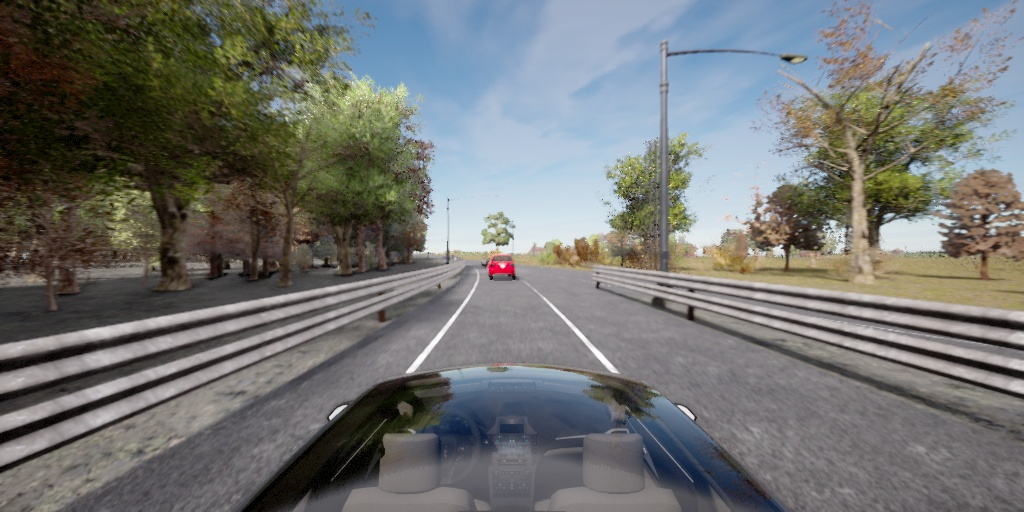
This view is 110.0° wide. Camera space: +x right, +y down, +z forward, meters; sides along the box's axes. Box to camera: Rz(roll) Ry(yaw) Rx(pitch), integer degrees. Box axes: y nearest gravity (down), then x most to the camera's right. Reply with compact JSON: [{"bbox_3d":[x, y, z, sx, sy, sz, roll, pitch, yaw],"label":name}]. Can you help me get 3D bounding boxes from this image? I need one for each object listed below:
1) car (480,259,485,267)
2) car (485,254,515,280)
[{"bbox_3d":[-4.017,1.177,57.644,1.895,1.301,4.718,0,0,-9],"label":"car"},{"bbox_3d":[-0.968,0.890,30.866,2.150,2.045,5.566,0,0,-5],"label":"car"}]
